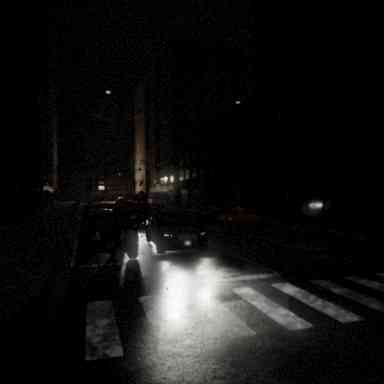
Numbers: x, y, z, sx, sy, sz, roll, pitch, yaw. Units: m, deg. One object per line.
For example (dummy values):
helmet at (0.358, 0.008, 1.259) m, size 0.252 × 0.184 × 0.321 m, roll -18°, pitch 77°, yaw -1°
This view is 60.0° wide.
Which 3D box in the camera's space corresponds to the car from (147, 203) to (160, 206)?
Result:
car at (-3.784, 1.698, 23.499) m, size 1.895 × 1.301 × 4.718 m, roll -1°, pitch 0°, yaw -18°

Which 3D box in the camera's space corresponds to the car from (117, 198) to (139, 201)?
car at (-6.793, 1.656, 33.049) m, size 1.837 × 1.490 × 4.892 m, roll -1°, pitch 0°, yaw -17°

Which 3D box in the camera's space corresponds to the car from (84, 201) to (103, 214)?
car at (-11.614, 1.774, 39.148) m, size 2.008 × 1.369 × 4.403 m, roll 0°, pitch 0°, yaw -18°

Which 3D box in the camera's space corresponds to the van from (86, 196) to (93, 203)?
van at (-26.488, 1.953, 86.191) m, size 1.690 × 1.788 × 3.998 m, roll 0°, pitch -1°, yaw -18°

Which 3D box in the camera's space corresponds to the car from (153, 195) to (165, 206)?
car at (-5.539, 1.401, 49.623) m, size 2.150 × 2.045 × 5.566 m, roll -1°, pitch 0°, yaw -18°

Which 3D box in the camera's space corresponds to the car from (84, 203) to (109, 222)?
car at (-8.308, 1.704, 28.694) m, size 1.887 × 1.381 × 4.507 m, roll 0°, pitch 0°, yaw -18°

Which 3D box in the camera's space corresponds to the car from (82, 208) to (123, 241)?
car at (-5.003, 1.649, 18.241) m, size 1.887 × 1.381 × 4.507 m, roll 0°, pitch 0°, yaw -18°

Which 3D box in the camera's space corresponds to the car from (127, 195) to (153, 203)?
car at (-6.899, 1.402, 43.832) m, size 2.150 × 2.045 × 5.566 m, roll -1°, pitch 0°, yaw -15°

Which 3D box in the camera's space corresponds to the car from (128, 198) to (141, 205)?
car at (-11.749, 1.878, 67.849) m, size 2.008 × 1.369 × 4.403 m, roll 0°, pitch 0°, yaw -18°

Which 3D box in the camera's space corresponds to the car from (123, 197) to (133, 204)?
car at (-15.106, 1.949, 78.466) m, size 1.752 × 1.417 × 4.829 m, roll 0°, pitch -1°, yaw -18°

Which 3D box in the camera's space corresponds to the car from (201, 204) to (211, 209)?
car at (1.474, 1.623, 26.030) m, size 1.802 × 1.307 × 4.206 m, roll 0°, pitch 0°, yaw -18°

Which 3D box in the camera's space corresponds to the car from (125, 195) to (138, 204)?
car at (-13.402, 1.688, 73.078) m, size 2.192 × 1.841 × 5.009 m, roll 0°, pitch 0°, yaw -18°

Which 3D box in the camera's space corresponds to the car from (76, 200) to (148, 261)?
car at (-3.349, 1.395, 13.016) m, size 2.192 × 1.841 × 5.009 m, roll 0°, pitch 0°, yaw -18°

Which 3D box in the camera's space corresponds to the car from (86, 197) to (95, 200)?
car at (-9.961, 1.631, 33.922) m, size 1.967 × 1.590 × 4.097 m, roll 0°, pitch 0°, yaw -18°

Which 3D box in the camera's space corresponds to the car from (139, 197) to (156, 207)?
car at (-7.606, 1.706, 56.279) m, size 1.882 × 1.535 × 5.008 m, roll -1°, pitch 0°, yaw -18°

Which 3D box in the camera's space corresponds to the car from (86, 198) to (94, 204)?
car at (-24.835, 2.127, 80.962) m, size 1.947 × 1.339 × 4.313 m, roll 0°, pitch -1°, yaw -18°

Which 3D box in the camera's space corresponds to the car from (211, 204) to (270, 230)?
car at (3.075, 1.541, 20.966) m, size 1.752 × 1.417 × 4.829 m, roll 0°, pitch 0°, yaw -18°

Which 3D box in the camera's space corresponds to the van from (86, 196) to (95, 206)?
van at (-19.878, 1.758, 65.283) m, size 1.690 × 1.788 × 3.998 m, roll 0°, pitch 0°, yaw -18°

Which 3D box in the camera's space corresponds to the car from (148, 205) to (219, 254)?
car at (-0.795, 1.543, 14.081) m, size 2.128 × 1.511 × 4.902 m, roll -1°, pitch 0°, yaw -16°
